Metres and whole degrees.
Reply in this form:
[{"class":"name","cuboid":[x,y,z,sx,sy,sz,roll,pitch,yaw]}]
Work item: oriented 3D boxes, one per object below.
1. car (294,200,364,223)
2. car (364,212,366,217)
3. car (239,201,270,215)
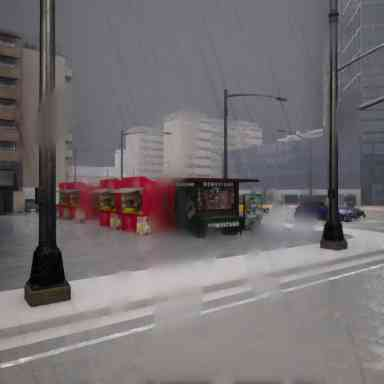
[{"class":"car","cuboid":[10.291,1.447,25.770,2.097,1.767,4.553,0,-1,-36]},{"class":"car","cuboid":[12.191,1.661,29.115,2.033,1.411,5.357,0,-1,-36]},{"class":"car","cuboid":[6.421,1.708,37.064,1.882,1.535,5.008,0,-1,-36]}]
